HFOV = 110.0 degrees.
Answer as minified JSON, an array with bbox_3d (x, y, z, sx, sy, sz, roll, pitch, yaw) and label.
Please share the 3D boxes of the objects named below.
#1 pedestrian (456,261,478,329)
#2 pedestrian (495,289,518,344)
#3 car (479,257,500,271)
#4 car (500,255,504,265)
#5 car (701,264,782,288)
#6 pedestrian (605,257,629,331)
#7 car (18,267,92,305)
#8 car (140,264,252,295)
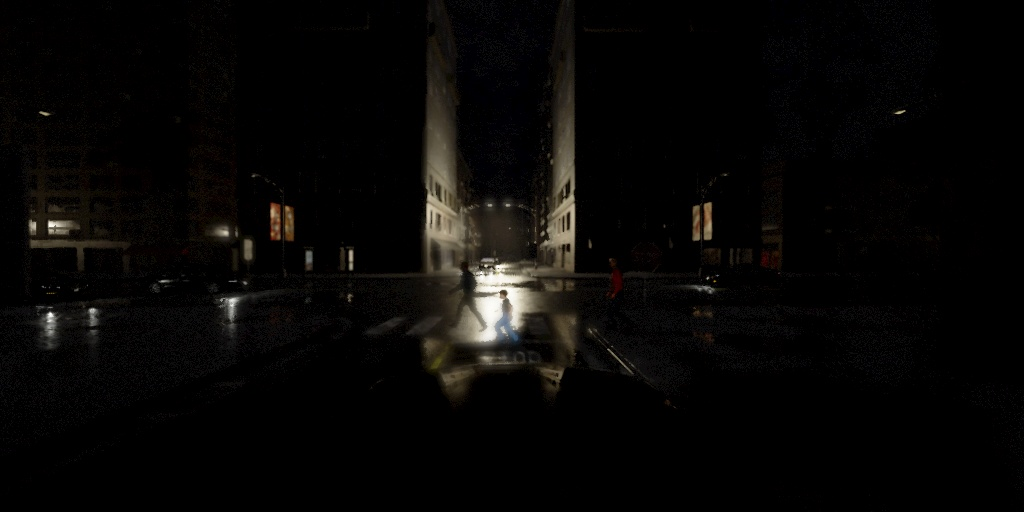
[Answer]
[{"bbox_3d":[-1.152,0.998,9.157,0.375,1.860,0.375,0,0,0],"label":"pedestrian"},{"bbox_3d":[-0.116,1.285,7.962,0.375,1.300,0.375,0,0,0],"label":"pedestrian"},{"bbox_3d":[-2.997,0.992,44.512,2.128,1.511,4.902,0,0,0],"label":"car"},{"bbox_3d":[-2.940,0.896,62.070,2.128,1.511,4.902,0,0,1],"label":"car"},{"bbox_3d":[13.978,1.167,21.951,4.181,1.385,1.994,0,0,0],"label":"car"},{"bbox_3d":[2.495,0.850,8.557,0.375,1.860,0.375,0,0,0],"label":"pedestrian"},{"bbox_3d":[-20.955,1.209,15.242,4.892,1.490,1.837,0,0,0],"label":"car"},{"bbox_3d":[-16.159,1.177,18.492,4.892,1.490,1.837,0,0,0],"label":"car"}]
